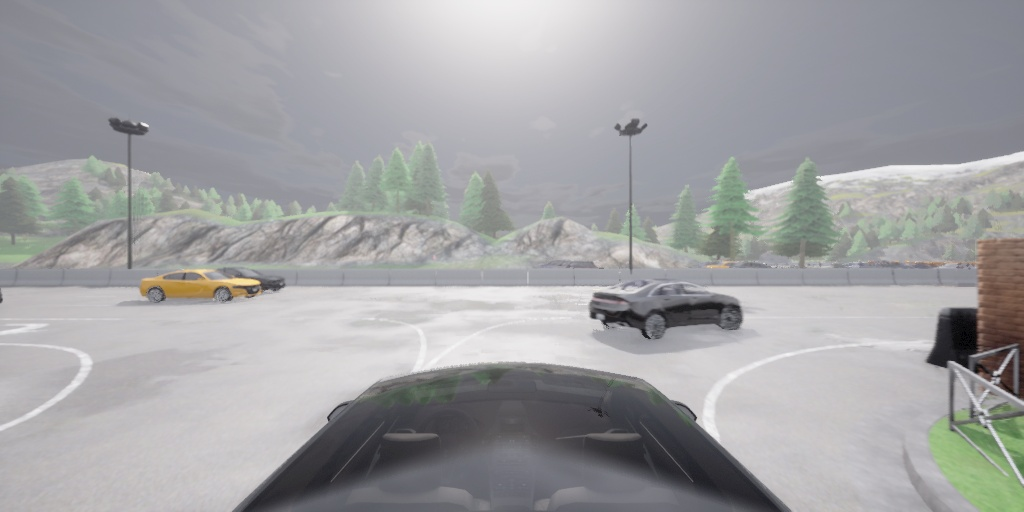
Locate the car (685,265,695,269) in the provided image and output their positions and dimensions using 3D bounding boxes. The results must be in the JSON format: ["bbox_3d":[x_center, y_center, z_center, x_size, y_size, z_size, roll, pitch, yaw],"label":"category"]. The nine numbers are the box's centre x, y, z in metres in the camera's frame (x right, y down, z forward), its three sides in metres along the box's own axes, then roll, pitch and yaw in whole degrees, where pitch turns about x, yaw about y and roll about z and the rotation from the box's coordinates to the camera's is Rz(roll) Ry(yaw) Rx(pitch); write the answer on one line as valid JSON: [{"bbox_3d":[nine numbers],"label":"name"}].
[{"bbox_3d":[23.451,1.382,42.568,5.357,1.411,2.033,0,0,0],"label":"car"}]

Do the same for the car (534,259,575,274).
[{"bbox_3d":[5.001,1.199,42.393,4.553,1.767,2.097,0,0,-1],"label":"car"}]

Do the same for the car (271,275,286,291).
[{"bbox_3d":[-16.011,1.385,20.990,5.008,1.535,1.882,0,0,-1],"label":"car"}]

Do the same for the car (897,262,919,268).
[{"bbox_3d":[44.077,1.389,39.178,5.357,1.411,2.033,0,0,-1],"label":"car"}]

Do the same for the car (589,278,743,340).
[{"bbox_3d":[4.597,1.408,10.554,4.902,1.511,2.128,0,-1,-23],"label":"car"}]

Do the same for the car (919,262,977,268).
[{"bbox_3d":[44.072,1.373,35.678,4.674,1.442,1.812,0,0,-1],"label":"car"}]

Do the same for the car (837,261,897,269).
[{"bbox_3d":[31.013,1.378,32.130,4.674,1.442,1.812,0,0,-1],"label":"car"}]

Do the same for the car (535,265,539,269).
[{"bbox_3d":[5.127,1.359,38.896,4.892,1.490,1.837,0,0,-1],"label":"car"}]

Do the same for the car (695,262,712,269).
[{"bbox_3d":[23.256,1.320,39.067,5.008,1.535,1.882,0,0,0],"label":"car"}]

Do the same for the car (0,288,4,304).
[{"bbox_3d":[-23.116,1.405,13.919,5.008,1.535,1.882,0,0,-1],"label":"car"}]

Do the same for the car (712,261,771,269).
[{"bbox_3d":[23.019,1.355,35.567,4.892,1.490,1.837,0,0,0],"label":"car"}]

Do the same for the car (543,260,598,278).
[{"bbox_3d":[5.399,1.222,31.898,4.553,1.767,2.097,0,0,-1],"label":"car"}]

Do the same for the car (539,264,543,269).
[{"bbox_3d":[5.254,1.214,35.397,4.553,1.767,2.097,0,0,-1],"label":"car"}]

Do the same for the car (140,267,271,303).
[{"bbox_3d":[-15.045,1.392,17.498,5.008,1.535,1.882,0,0,-1],"label":"car"}]
